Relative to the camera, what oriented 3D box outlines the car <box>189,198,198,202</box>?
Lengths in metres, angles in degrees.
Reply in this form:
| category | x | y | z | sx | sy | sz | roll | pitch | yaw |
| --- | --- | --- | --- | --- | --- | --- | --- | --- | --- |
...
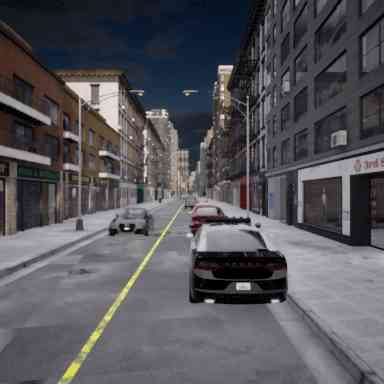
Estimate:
| category | x | y | z | sx | sy | sz | roll | pitch | yaw |
| --- | --- | --- | --- | --- | --- | --- | --- | --- | --- |
| car | 0.851 | 1.471 | 24.412 | 1.801 | 1.575 | 5.366 | 0 | 0 | 0 |

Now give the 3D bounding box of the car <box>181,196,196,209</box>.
| category | x | y | z | sx | sy | sz | roll | pitch | yaw |
| --- | --- | --- | --- | --- | --- | --- | --- | --- | --- |
| car | -0.075 | 1.595 | 45.122 | 2.033 | 1.411 | 5.357 | 0 | 0 | 0 |

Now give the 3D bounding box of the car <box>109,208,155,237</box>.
| category | x | y | z | sx | sy | sz | roll | pitch | yaw |
| --- | --- | --- | --- | --- | --- | --- | --- | --- | --- |
| car | -3.137 | 1.573 | 17.996 | 1.994 | 1.385 | 4.181 | 0 | 0 | 0 |

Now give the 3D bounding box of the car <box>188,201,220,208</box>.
| category | x | y | z | sx | sy | sz | roll | pitch | yaw |
| --- | --- | --- | --- | --- | --- | --- | --- | --- | --- |
| car | 0.863 | 1.488 | 18.221 | 1.882 | 1.535 | 5.008 | 0 | 0 | 0 |

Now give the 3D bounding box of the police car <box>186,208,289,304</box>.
| category | x | y | z | sx | sy | sz | roll | pitch | yaw |
| --- | --- | --- | --- | --- | --- | --- | --- | --- | --- |
| police car | 0.884 | 1.428 | 8.331 | 1.930 | 1.638 | 5.238 | 0 | 0 | 0 |

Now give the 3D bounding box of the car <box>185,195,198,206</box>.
| category | x | y | z | sx | sy | sz | roll | pitch | yaw |
| --- | --- | --- | --- | --- | --- | --- | --- | --- | --- |
| car | -0.119 | 1.437 | 58.346 | 2.097 | 1.767 | 4.553 | 0 | 0 | 0 |
